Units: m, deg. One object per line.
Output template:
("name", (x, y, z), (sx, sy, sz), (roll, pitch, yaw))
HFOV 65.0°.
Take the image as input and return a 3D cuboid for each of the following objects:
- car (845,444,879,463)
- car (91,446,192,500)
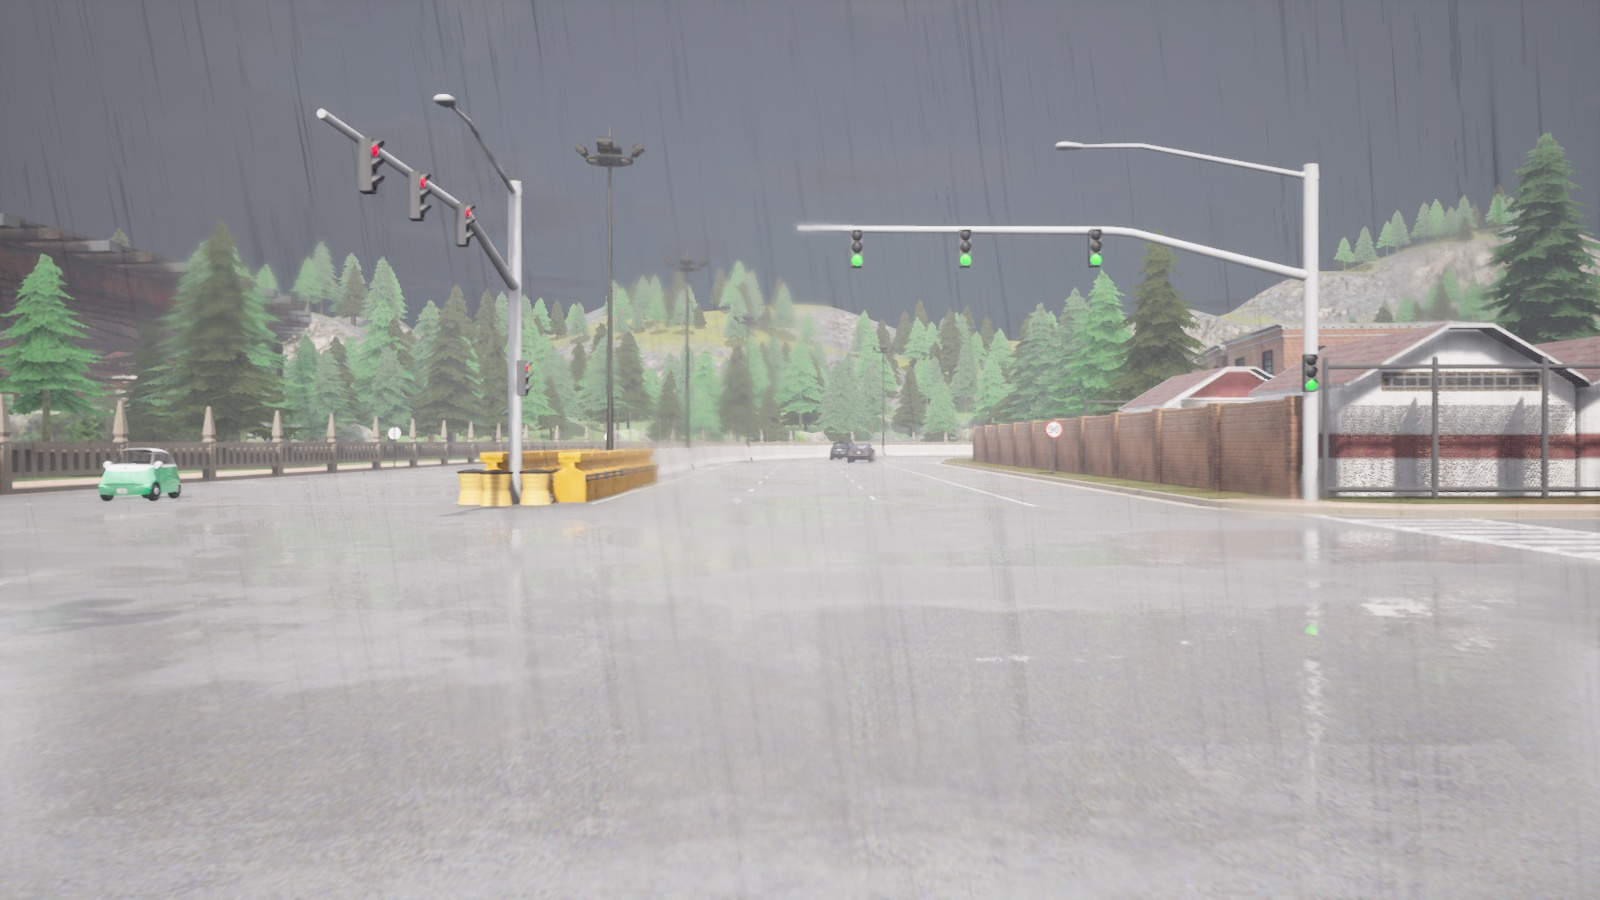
("car", (4.651, 0.227, 93.466), (2.033, 1.411, 5.357), (0, 0, 9))
("car", (-17.301, 0.588, 33.063), (1.481, 1.376, 2.207), (0, 0, 0))
